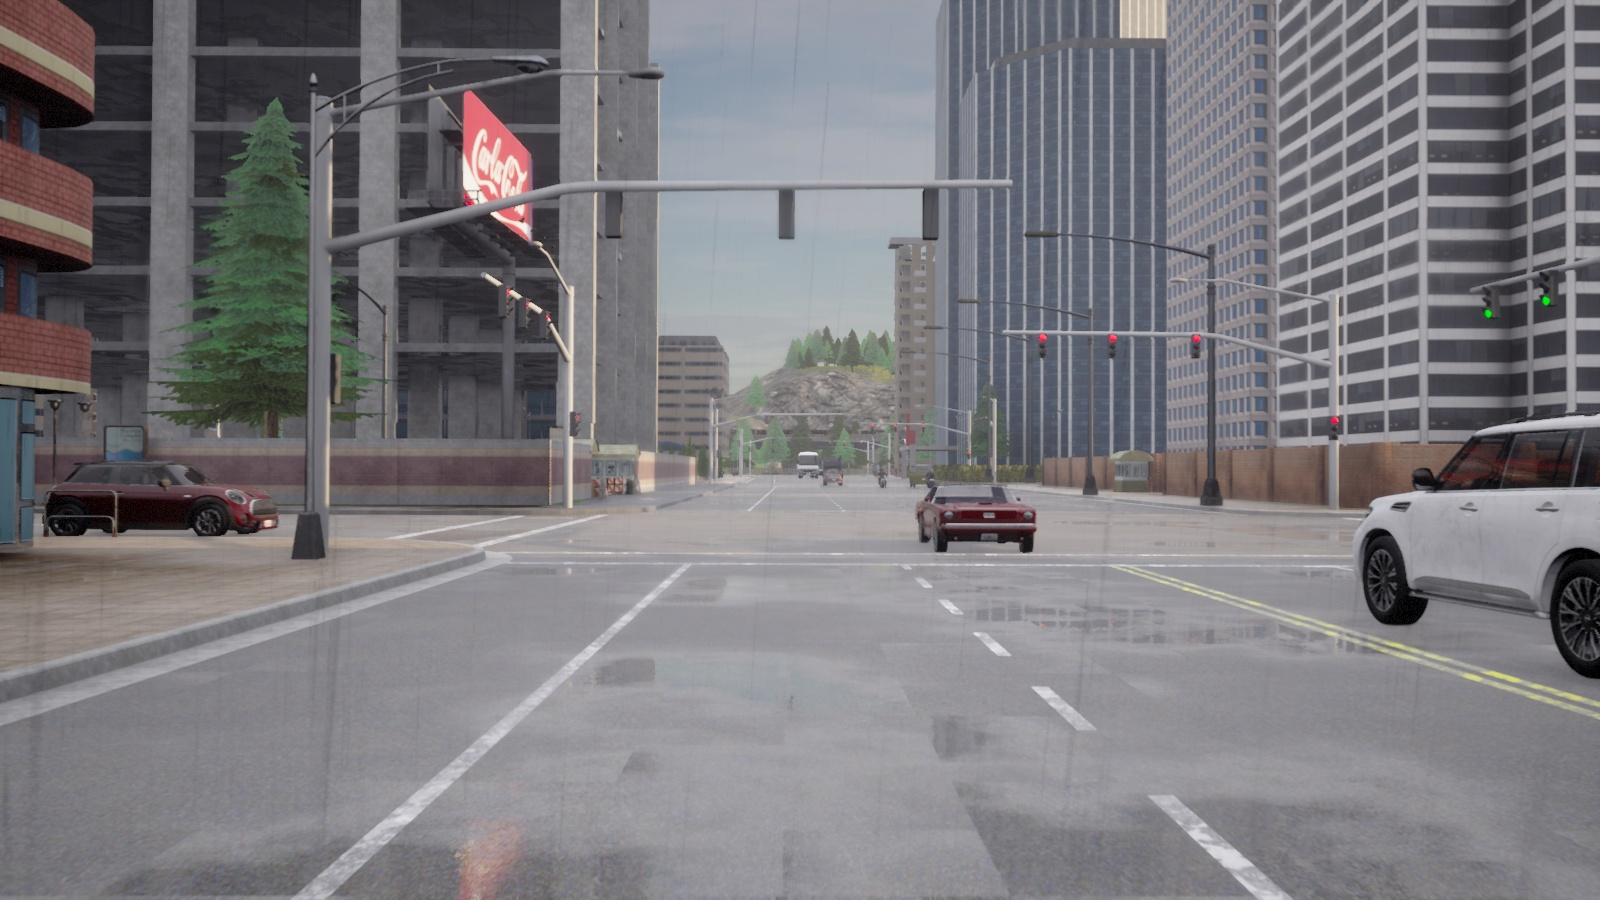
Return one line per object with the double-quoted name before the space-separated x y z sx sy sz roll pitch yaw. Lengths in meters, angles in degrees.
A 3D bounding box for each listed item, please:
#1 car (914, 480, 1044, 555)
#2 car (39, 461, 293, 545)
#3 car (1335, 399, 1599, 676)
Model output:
"car" 3.439 1.271 24.971 1.895 1.301 4.718 0 -1 0
"car" -13.905 1.139 27.765 4.553 1.767 2.097 0 -1 0
"car" 6.972 0.667 11.016 2.150 2.045 5.566 0 -1 0
